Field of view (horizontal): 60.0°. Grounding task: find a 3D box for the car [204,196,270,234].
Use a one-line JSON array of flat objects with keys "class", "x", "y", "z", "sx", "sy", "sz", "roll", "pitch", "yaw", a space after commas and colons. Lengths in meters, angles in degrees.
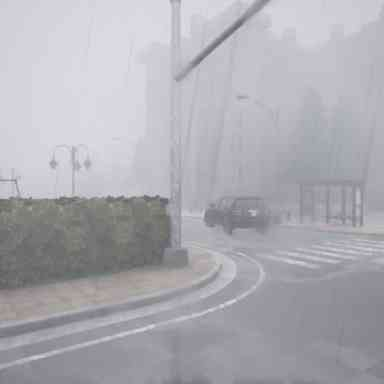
[{"class": "car", "x": 2.447, "y": 1.242, "z": 19.219, "sx": 2.150, "sy": 2.045, "sz": 5.566, "roll": 1, "pitch": 0, "yaw": -14}]
